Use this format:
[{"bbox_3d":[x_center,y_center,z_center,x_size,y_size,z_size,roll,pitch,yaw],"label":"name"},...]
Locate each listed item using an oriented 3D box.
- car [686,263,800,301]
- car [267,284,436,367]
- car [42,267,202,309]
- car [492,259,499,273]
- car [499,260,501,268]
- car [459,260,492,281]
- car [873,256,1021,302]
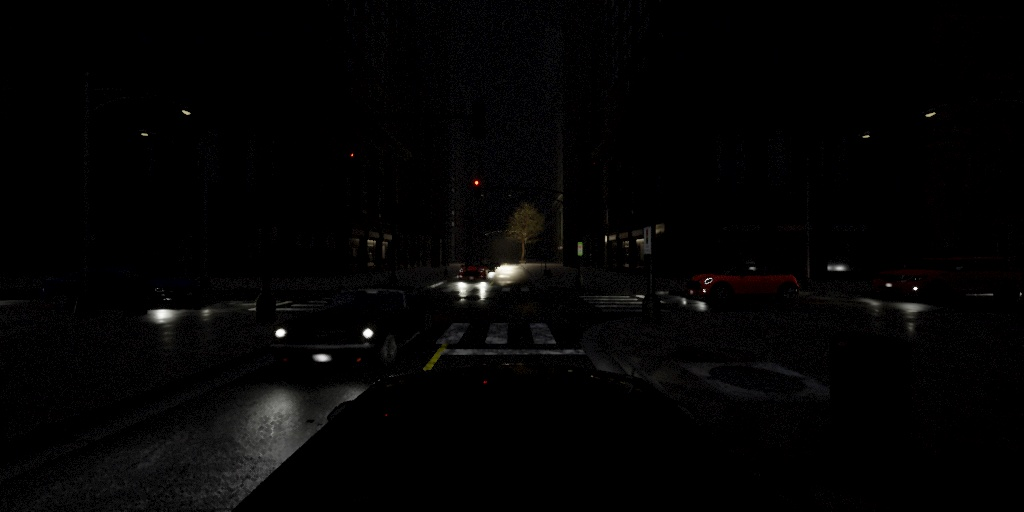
[{"bbox_3d":[10.789,1.138,17.048,4.553,1.767,2.097,0,0,0],"label":"car"},{"bbox_3d":[-3.095,1.351,8.048,1.895,1.301,4.718,0,0,0],"label":"car"},{"bbox_3d":[-14.903,1.177,13.863,5.008,1.535,1.882,0,0,2],"label":"car"},{"bbox_3d":[-3.068,1.323,44.256,1.994,1.385,4.181,0,0,0],"label":"car"},{"bbox_3d":[-2.960,1.276,63.649,1.882,1.535,5.008,0,0,0],"label":"car"},{"bbox_3d":[-3.083,1.102,29.481,2.097,1.767,4.553,0,0,0],"label":"car"},{"bbox_3d":[20.690,1.038,17.034,5.566,2.045,2.150,0,0,1],"label":"car"}]
